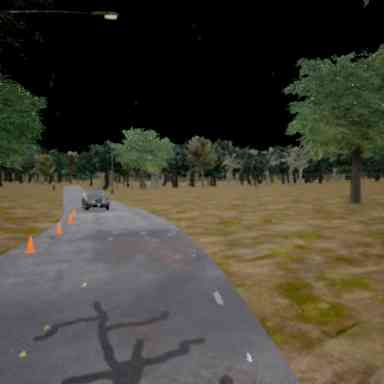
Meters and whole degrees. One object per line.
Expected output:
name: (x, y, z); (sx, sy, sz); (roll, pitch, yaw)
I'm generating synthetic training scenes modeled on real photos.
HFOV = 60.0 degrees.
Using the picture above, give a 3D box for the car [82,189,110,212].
car: (-9.417, 0.729, 32.412); (2.150, 2.045, 5.566); (-1, 1, -23)

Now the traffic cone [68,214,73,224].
traffic cone: (-7.841, 1.723, 21.475); (0.340, 0.580, 0.340); (-1, 1, -15)

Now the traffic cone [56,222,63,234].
traffic cone: (-6.696, 1.808, 16.767); (0.340, 0.580, 0.340); (-1, 1, -12)

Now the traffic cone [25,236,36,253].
traffic cone: (-5.819, 1.876, 12.002); (0.340, 0.580, 0.340); (-1, 1, -9)
